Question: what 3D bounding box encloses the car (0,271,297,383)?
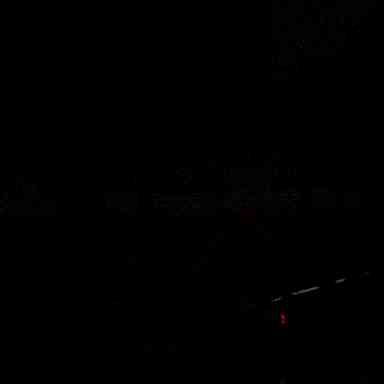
[{"bbox_3d":[-0.866,1.598,3.398,4.181,1.385,1.994,1,-3,-35],"label":"car"}]
